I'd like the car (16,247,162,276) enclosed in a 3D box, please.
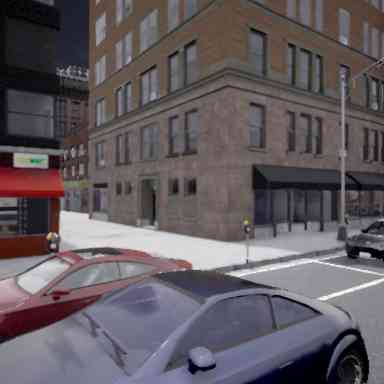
[{"bbox_3d":[-1.771,1.588,5.271,4.206,1.307,1.802,0,0,-36],"label":"car"}]

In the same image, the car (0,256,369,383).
[{"bbox_3d":[-0.107,1.571,3.300,4.181,1.385,1.994,0,0,-35],"label":"car"}]

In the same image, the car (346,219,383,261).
[{"bbox_3d":[7.186,1.622,11.661,4.313,1.339,1.947,0,0,-36],"label":"car"}]
